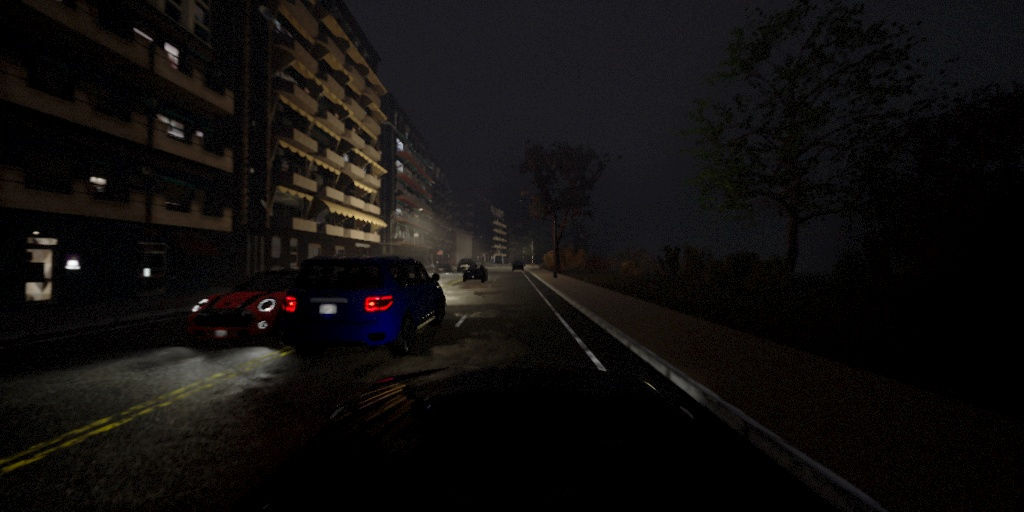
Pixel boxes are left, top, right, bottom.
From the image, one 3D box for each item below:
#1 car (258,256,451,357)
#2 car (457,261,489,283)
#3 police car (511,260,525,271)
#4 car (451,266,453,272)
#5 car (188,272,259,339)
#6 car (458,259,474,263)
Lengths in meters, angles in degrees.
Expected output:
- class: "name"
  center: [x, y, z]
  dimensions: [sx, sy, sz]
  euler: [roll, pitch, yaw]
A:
- class: "car"
  center: [-3.148, 1.031, 8.820]
  dimensions: [2.150, 2.045, 5.566]
  euler: [0, -1, 0]
- class: "car"
  center: [-3.153, 1.496, 31.494]
  dimensions: [2.128, 1.511, 4.902]
  euler: [0, 0, 0]
- class: "police car"
  center: [0.993, 1.674, 59.504]
  dimensions: [1.930, 1.638, 5.238]
  euler: [0, -1, 0]
- class: "car"
  center: [-9.791, 1.706, 51.653]
  dimensions: [1.812, 1.442, 4.674]
  euler: [0, 0, 0]
- class: "car"
  center: [-6.585, 1.175, 10.364]
  dimensions: [2.097, 1.767, 4.553]
  euler: [0, 0, 0]
- class: "car"
  center: [-6.541, 1.401, 51.824]
  dimensions: [2.150, 2.045, 5.566]
  euler: [0, 0, 0]
